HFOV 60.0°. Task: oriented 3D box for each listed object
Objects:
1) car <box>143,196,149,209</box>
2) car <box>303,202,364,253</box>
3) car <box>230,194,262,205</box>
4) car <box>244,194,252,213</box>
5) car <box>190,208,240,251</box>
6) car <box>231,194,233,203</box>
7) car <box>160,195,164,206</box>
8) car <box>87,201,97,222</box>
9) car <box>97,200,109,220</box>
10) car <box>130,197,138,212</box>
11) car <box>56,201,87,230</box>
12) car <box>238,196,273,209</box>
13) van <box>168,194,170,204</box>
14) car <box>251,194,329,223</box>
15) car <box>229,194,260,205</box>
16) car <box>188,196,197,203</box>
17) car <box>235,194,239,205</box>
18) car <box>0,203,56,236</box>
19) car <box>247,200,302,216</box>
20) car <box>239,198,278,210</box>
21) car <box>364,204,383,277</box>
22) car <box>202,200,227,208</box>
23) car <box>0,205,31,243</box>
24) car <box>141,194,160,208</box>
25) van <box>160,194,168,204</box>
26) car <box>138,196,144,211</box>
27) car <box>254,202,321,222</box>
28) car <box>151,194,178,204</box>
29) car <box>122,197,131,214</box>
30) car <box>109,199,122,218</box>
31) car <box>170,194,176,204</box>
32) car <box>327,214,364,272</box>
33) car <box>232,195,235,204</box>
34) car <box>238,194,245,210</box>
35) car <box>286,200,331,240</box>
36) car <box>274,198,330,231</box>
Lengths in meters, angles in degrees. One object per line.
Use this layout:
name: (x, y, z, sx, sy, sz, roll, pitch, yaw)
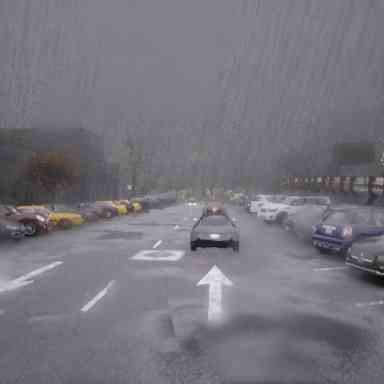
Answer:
car: (-8.211, 1.631, 41.112, 4.792, 1.488, 2.163, -1, -1, -16)
car: (6.758, 1.397, 12.068, 4.553, 1.767, 2.185, 1, 0, -16)
car: (10.234, 1.433, 63.317, 5.566, 2.045, 2.435, 1, 0, -16)
car: (8.043, 1.330, 30.174, 5.566, 2.045, 2.435, 1, 0, -16)
car: (0.977, 1.612, 14.318, 1.994, 1.385, 4.181, 0, 0, 4)
car: (10.084, 1.550, 60.321, 4.553, 1.767, 2.185, 1, 0, -16)
car: (-7.437, 1.640, 52.913, 4.892, 1.521, 2.231, -1, 0, -16)
car: (-9.437, 1.546, 23.380, 4.892, 1.521, 2.231, -1, -1, -16)
car: (-9.260, 1.584, 26.324, 4.792, 1.488, 2.163, -1, 0, -16)
car: (-8.635, 1.582, 35.197, 5.008, 1.535, 2.097, -1, 0, -16)
car: (-9.460, 1.530, 20.491, 5.366, 1.575, 1.946, -1, -1, -16)
car: (9.205, 1.513, 48.253, 4.553, 1.767, 2.185, 1, 0, -16)
van: (-6.952, 1.440, 61.728, 4.442, 1.987, 1.878, -1, 0, -16)
car: (7.579, 1.310, 24.125, 5.566, 2.045, 2.435, 1, 0, -16)
car: (10.482, 1.442, 66.367, 5.566, 2.045, 2.435, 1, 0, -16)
car: (0.117, 1.728, 75.843, 2.128, 1.511, 4.902, 0, 0, 4)
car: (8.856, 1.369, 42.237, 5.566, 2.045, 2.435, 1, 0, -16)
car: (-9.867, 1.400, 17.475, 4.553, 1.767, 2.185, -1, -1, -16)
car: (8.200, 1.592, 33.190, 4.892, 1.521, 2.231, 1, 0, -16)
car: (8.998, 1.659, 45.235, 4.792, 1.488, 2.163, 1, 0, -16)
car: (6.405, 1.253, 6.060, 5.566, 2.045, 2.435, 1, 0, -16)
car: (1.988, 1.453, 29.254, 2.097, 1.767, 4.553, 0, 0, 4)
car: (-10.039, 1.517, 14.529, 4.892, 1.521, 2.231, -1, -1, -16)
car: (-7.668, 1.504, 49.947, 4.553, 1.767, 2.185, -1, 0, -16)
van: (-7.153, 1.432, 58.775, 4.442, 1.987, 1.878, -1, 0, -16)
car: (-8.610, 1.591, 38.086, 5.366, 1.575, 1.946, -1, 0, -16)
car: (7.776, 1.601, 27.141, 4.792, 1.488, 2.163, 1, 0, -16)
car: (-6.065, 1.448, 73.556, 5.566, 2.045, 2.435, -1, 0, -16)
car: (-9.010, 1.572, 32.182, 5.366, 1.575, 1.946, -1, 0, -16)
car: (-9.032, 1.563, 29.281, 5.008, 1.535, 2.097, -1, -1, -16)
car: (-6.618, 1.422, 64.729, 5.566, 2.045, 2.435, -1, 0, -16)
car: (6.589, 1.515, 9.058, 4.892, 1.521, 2.231, 1, 0, -16)
car: (9.648, 1.659, 54.286, 4.892, 1.521, 2.231, 1, 0, -16)
car: (8.388, 1.349, 36.193, 5.566, 2.045, 2.435, 1, 0, -16)
car: (7.023, 1.408, 15.095, 4.553, 1.767, 2.185, 1, 0, -16)
car: (7.221, 1.417, 18.116, 4.553, 1.767, 2.185, 1, 0, -16)
